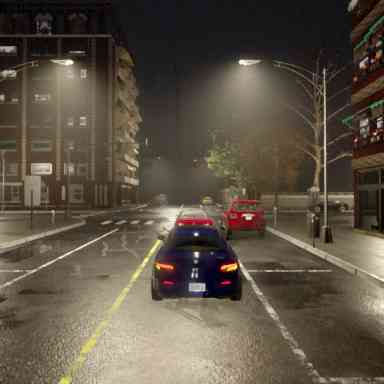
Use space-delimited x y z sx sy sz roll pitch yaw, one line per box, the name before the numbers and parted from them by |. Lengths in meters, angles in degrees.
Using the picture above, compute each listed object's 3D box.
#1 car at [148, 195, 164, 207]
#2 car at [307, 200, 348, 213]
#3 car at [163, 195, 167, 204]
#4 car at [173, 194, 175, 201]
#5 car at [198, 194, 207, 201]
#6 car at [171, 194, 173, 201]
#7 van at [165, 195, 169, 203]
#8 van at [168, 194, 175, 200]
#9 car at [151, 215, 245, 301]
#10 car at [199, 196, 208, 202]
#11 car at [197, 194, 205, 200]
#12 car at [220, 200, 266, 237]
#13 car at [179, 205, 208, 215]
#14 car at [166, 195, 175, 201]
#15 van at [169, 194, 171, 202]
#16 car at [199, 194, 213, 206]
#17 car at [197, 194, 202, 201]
car | -5.734 1.614 50.633 1.802 1.307 4.206 1 0 0
car | 15.171 1.609 37.191 4.313 1.339 1.947 0 -1 0
car | -5.740 1.619 56.170 1.802 1.307 4.206 1 0 0
car | -5.765 1.611 78.325 2.008 1.369 4.403 1 0 0
car | 2.612 1.382 83.865 2.192 1.841 5.009 1 0 0
car | -5.759 1.636 72.787 1.802 1.307 4.206 1 0 0
van | -5.742 1.383 61.709 1.690 1.788 3.998 1 0 0
van | -5.780 1.422 94.941 1.690 1.788 3.998 1 0 0
car | 0.092 1.529 8.211 1.812 1.442 4.674 0 0 0
car | 2.614 1.626 78.327 1.947 1.339 4.313 1 0 0
car | 2.600 1.396 94.940 2.192 1.841 5.009 1 0 0
car | 2.688 1.323 18.144 2.192 1.841 5.009 1 0 0
car | 0.080 1.609 17.954 1.895 1.301 4.718 0 0 0
car | -5.778 1.625 89.403 2.008 1.369 4.403 1 0 0
van | -5.749 1.389 67.248 1.690 1.788 3.998 1 0 0
car | 2.640 1.563 56.344 1.752 1.417 4.829 1 0 0
car | 2.621 1.605 72.788 2.008 1.369 4.403 1 0 0
